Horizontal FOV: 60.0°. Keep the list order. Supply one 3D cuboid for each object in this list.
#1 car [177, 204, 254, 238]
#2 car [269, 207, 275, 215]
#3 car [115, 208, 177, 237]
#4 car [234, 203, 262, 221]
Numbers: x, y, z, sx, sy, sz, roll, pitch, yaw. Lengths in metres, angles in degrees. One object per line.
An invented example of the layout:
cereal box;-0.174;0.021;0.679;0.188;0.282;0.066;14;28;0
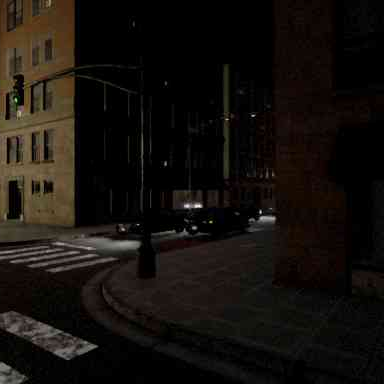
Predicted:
car;1.466;1.620;18.424;1.812;1.442;4.674;0;0;35
car;9.851;1.798;35.179;1.895;1.301;4.718;0;0;36
car;-2.117;1.610;18.470;1.812;1.442;4.674;0;0;34
car;3.956;1.634;26.950;2.128;1.511;4.902;0;0;36
